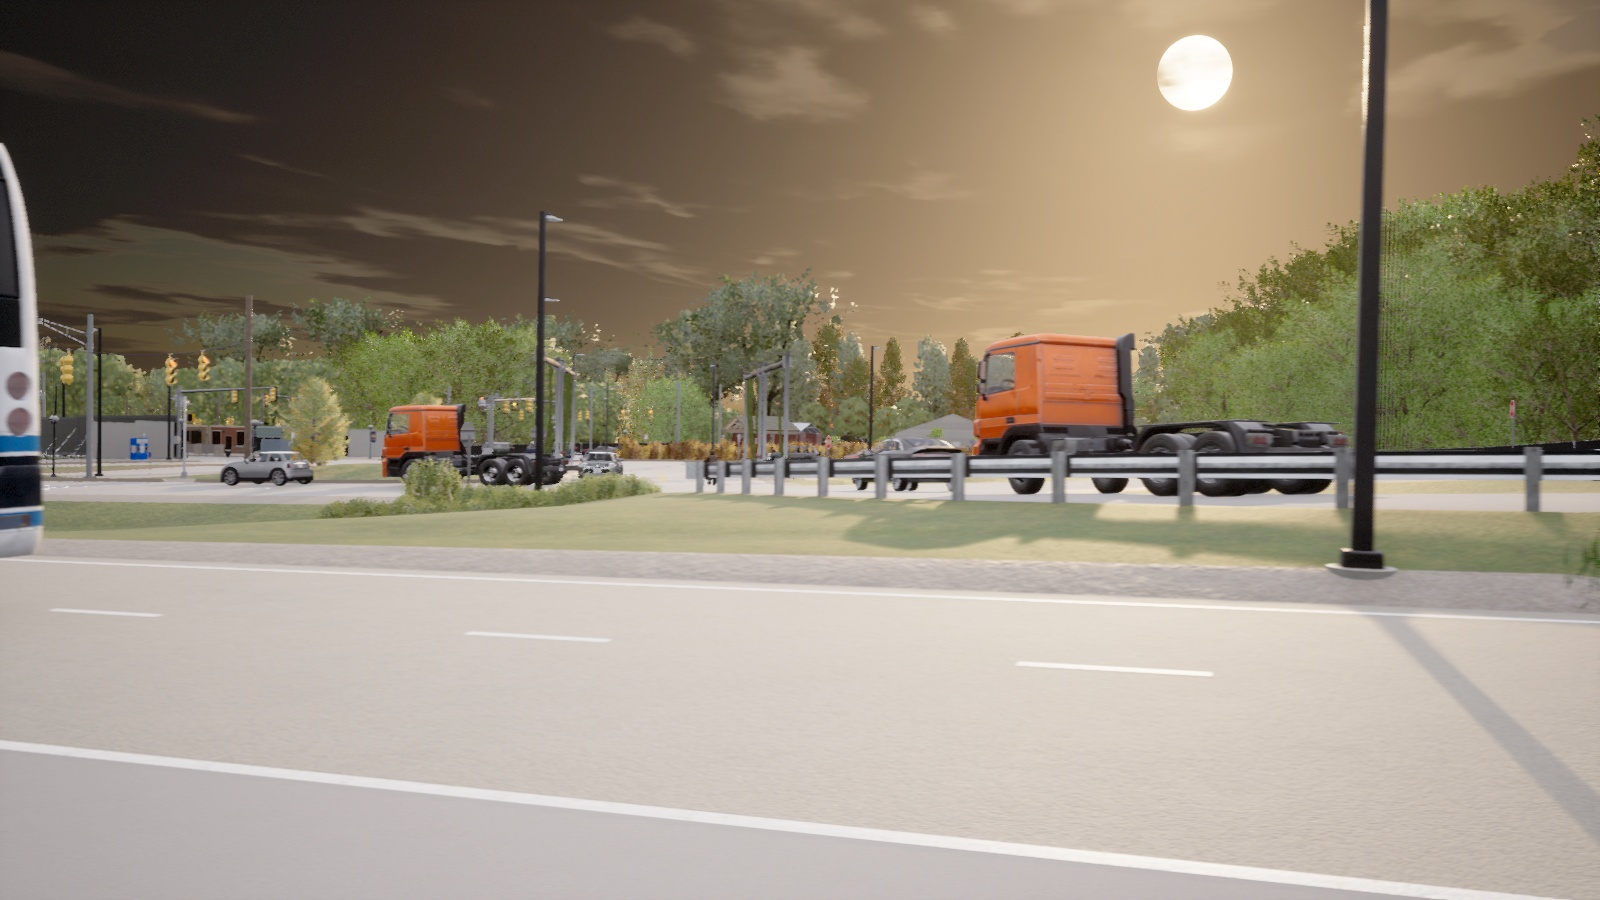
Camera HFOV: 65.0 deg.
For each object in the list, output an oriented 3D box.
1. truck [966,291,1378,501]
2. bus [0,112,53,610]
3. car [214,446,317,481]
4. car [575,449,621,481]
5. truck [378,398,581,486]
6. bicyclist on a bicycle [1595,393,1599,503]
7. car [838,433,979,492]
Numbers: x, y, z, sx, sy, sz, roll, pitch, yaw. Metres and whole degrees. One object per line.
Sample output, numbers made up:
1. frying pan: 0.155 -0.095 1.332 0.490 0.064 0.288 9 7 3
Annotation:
1. truck: 6.913 -0.788 24.847 2.891 3.462 7.936 1 -2 -31
2. bus: -12.168 -0.779 10.960 10.273 4.253 3.944 1 1 19
3. car: -23.520 0.586 55.264 3.806 1.475 1.970 0 1 18
4. car: -9.858 0.714 61.399 1.970 1.475 3.806 1 -1 -6
5. truck: -13.258 -0.340 51.845 7.936 3.462 2.891 0 1 22
6. bicyclist on a bicycle: 12.461 -0.040 18.211 1.509 1.612 0.866 -1 -1 35
7. car: 2.917 0.386 35.030 2.128 1.511 4.902 1 -2 -18
